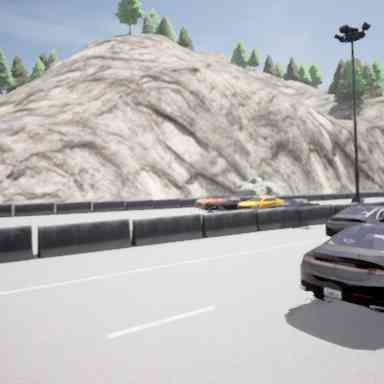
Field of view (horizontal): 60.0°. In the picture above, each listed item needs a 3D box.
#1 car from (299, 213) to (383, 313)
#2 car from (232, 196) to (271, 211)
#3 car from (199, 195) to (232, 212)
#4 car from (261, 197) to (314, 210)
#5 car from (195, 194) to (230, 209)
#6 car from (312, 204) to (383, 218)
[{"bbox_3d":[4.230,1.372,6.739,4.902,1.511,2.128,-1,1,-35],"label":"car"},{"bbox_3d":[6.290,1.111,29.893,5.008,1.535,1.882,-1,1,-35],"label":"car"},{"bbox_3d":[3.421,1.251,32.150,4.718,1.301,1.895,-1,1,-35],"label":"car"},{"bbox_3d":[8.122,1.238,26.903,4.718,1.301,1.895,-1,1,-35],"label":"car"},{"bbox_3d":[2.473,0.980,35.765,4.553,1.767,2.097,-1,1,-35],"label":"car"},{"bbox_3d":[7.274,1.270,13.187,4.902,1.511,2.128,-1,1,-35],"label":"car"}]
